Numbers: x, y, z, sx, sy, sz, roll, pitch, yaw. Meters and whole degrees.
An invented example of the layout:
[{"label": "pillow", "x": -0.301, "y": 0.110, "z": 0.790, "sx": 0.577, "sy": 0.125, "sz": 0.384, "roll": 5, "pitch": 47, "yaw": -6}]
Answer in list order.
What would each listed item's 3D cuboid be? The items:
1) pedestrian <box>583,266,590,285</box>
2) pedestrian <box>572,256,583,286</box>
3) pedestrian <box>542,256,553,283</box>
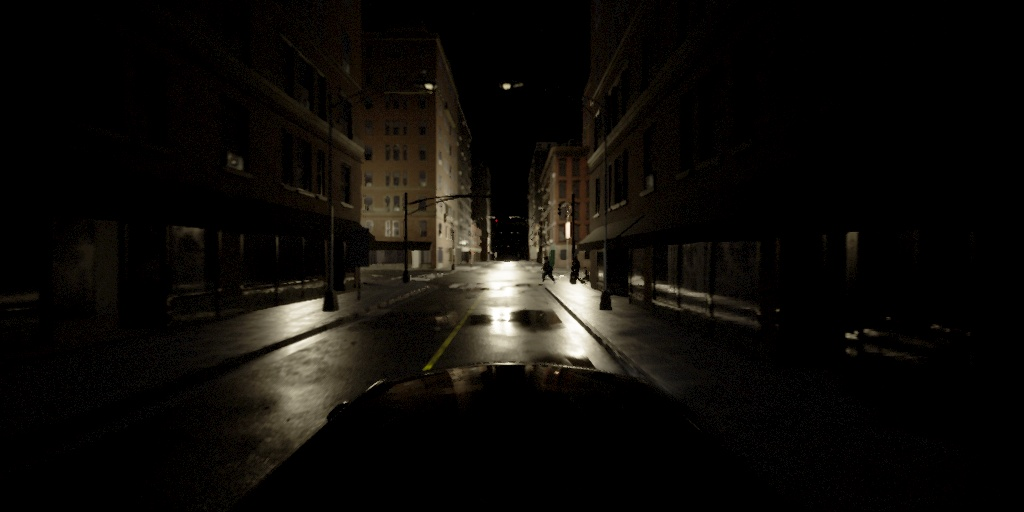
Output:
[{"label": "pedestrian", "x": 4.655, "y": 1.157, "z": 22.344, "sx": 0.375, "sy": 1.300, "sz": 0.375, "roll": 0, "pitch": 0, "yaw": 0}, {"label": "pedestrian", "x": 3.904, "y": 0.864, "z": 21.744, "sx": 0.375, "sy": 1.860, "sz": 0.375, "roll": 0, "pitch": 0, "yaw": 0}, {"label": "pedestrian", "x": 2.285, "y": 0.859, "z": 22.945, "sx": 0.375, "sy": 1.860, "sz": 0.375, "roll": 0, "pitch": 0, "yaw": 0}]
